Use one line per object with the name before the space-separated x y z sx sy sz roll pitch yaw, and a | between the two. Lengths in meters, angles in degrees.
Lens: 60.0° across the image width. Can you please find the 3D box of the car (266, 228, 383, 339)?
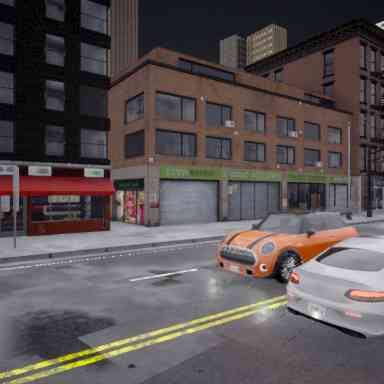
car | 3.719 1.526 6.094 4.674 1.442 1.812 0 0 -34

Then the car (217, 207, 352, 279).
car | 2.896 1.352 9.744 4.553 1.767 2.097 0 0 -36
